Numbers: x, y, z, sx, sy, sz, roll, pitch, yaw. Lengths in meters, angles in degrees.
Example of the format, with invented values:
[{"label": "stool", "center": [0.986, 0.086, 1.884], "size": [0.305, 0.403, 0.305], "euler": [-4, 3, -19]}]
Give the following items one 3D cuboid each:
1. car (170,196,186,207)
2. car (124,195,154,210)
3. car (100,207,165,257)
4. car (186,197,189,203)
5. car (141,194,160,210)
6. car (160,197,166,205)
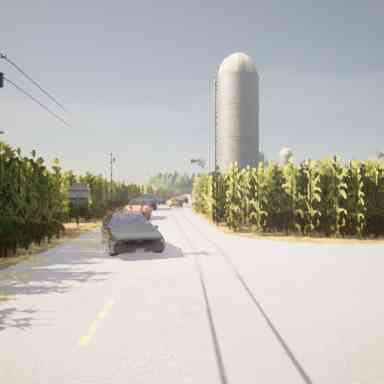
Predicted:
[{"label": "car", "center": [-2.387, 1.477, 51.764], "size": [1.882, 1.535, 5.008], "euler": [0, 0, 0]}, {"label": "car", "center": [-4.473, 1.351, 27.636], "size": [2.097, 1.767, 4.553], "euler": [0, 0, -5]}, {"label": "car", "center": [-2.623, 1.547, 13.438], "size": [2.033, 1.411, 5.357], "euler": [0, 0, -20]}, {"label": "car", "center": [-1.743, 1.546, 66.650], "size": [2.033, 1.411, 5.357], "euler": [0, 0, 4]}, {"label": "car", "center": [-5.519, 1.224, 41.284], "size": [2.150, 2.045, 5.566], "euler": [0, 0, -2]}, {"label": "car", "center": [-5.626, 1.563, 57.881], "size": [1.994, 1.385, 4.181], "euler": [0, 0, 3]}]
